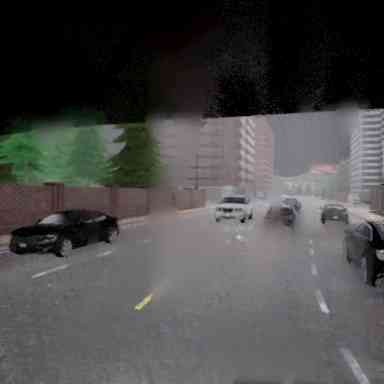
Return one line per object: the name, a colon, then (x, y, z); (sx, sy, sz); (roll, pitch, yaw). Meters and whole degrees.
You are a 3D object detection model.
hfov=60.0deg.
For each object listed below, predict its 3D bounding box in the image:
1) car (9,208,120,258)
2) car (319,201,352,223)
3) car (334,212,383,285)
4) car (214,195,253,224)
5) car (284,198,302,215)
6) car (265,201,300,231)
car: (-4.621, 1.414, 12.853); (1.882, 1.535, 5.008); (1, 0, 16)
car: (11.000, 1.647, 25.921); (1.812, 1.442, 4.674); (1, 0, 19)
car: (5.542, 1.554, 9.355); (2.128, 1.511, 4.902); (1, 0, 17)
car: (3.348, 1.249, 25.743); (2.150, 2.045, 5.566); (1, 0, 19)
car: (10.715, 1.465, 35.993); (2.097, 1.767, 4.553); (1, 0, 19)
car: (5.752, 1.565, 21.247); (1.837, 1.490, 4.892); (1, 0, 18)
